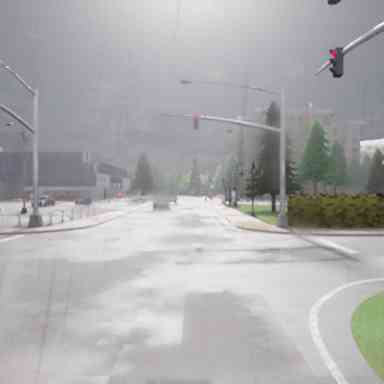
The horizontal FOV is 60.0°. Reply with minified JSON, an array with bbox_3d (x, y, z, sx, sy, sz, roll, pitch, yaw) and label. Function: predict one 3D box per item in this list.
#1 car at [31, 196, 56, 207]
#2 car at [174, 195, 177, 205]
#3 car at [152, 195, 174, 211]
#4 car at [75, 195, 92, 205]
[{"bbox_3d":[-20.486,1.309,45.939,1.970,1.475,3.806,0,0,0],"label":"car"},{"bbox_3d":[-3.471,1.324,56.613,1.837,1.490,4.892,0,0,0],"label":"car"},{"bbox_3d":[-3.573,1.412,39.716,1.882,1.535,5.008,0,0,0],"label":"car"},{"bbox_3d":[-17.429,1.286,53.329,1.845,1.501,3.633,0,0,0],"label":"car"}]
